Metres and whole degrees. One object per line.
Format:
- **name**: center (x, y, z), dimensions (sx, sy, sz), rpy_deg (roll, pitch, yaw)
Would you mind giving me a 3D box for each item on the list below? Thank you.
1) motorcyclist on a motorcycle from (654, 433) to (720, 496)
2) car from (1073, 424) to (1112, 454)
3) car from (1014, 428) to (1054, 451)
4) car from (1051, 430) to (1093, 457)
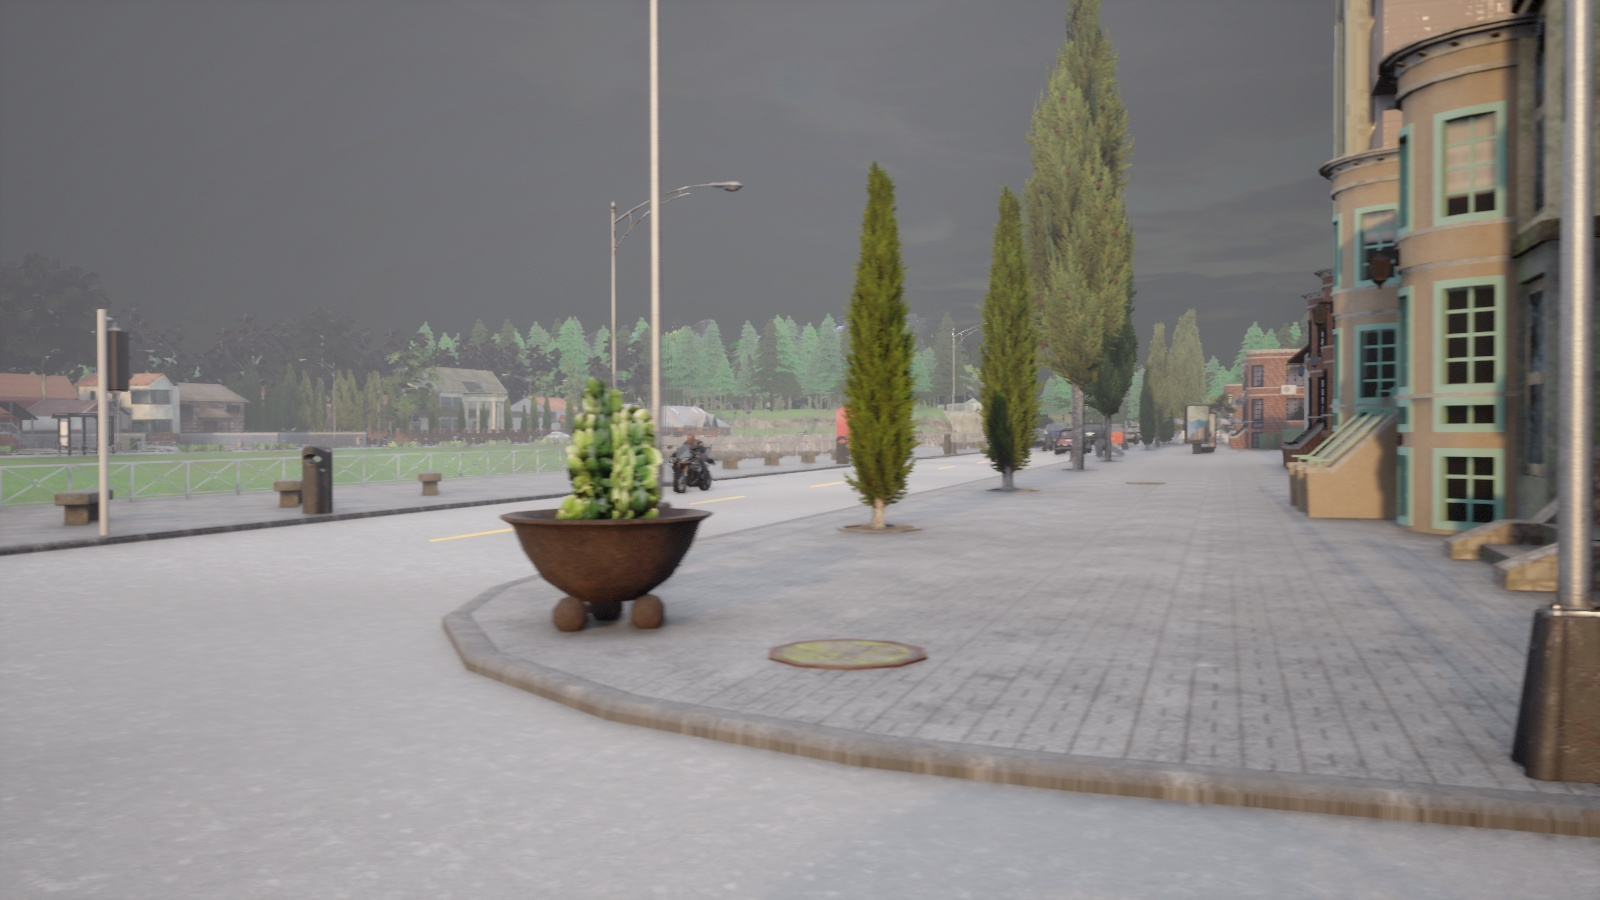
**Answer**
- **motorcyclist on a motorcycle**: center (-2.839, 0.341, 31.845), dimensions (0.866, 1.530, 2.191), rpy_deg (1, 1, 19)
- **car**: center (21.032, -0.820, 90.179), dimensions (2.150, 2.045, 5.566), rpy_deg (1, 1, 19)
- **car**: center (16.824, -0.776, 90.224), dimensions (2.152, 1.651, 5.027), rpy_deg (1, 1, 19)
- **car**: center (16.949, -0.430, 78.063), dimensions (2.033, 1.649, 4.856), rpy_deg (1, 1, 19)
